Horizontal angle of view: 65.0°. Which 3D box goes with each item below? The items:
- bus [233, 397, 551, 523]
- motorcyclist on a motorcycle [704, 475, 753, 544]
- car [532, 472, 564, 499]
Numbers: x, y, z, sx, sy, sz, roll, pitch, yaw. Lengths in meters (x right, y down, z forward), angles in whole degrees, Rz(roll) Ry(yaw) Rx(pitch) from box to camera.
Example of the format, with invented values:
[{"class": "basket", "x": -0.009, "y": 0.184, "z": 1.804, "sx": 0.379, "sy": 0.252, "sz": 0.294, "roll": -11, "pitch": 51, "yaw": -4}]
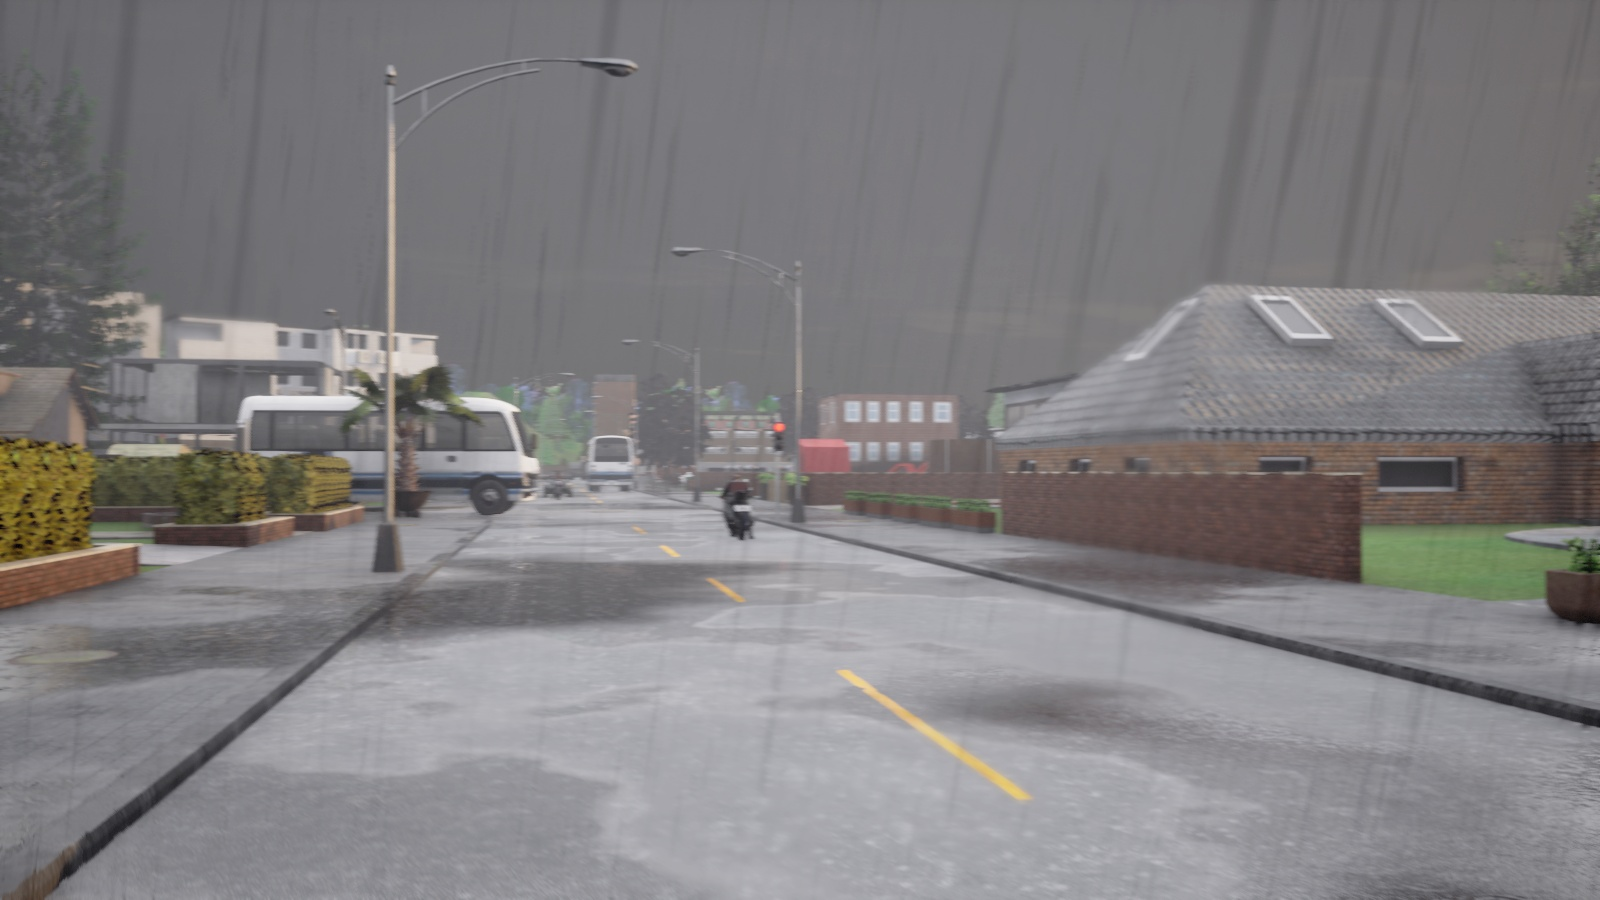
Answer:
[{"class": "bus", "x": -14.330, "y": 0.332, "z": 45.089, "sx": 10.273, "sy": 4.253, "sz": 3.944, "roll": 0, "pitch": -1, "yaw": -7}, {"class": "motorcyclist on a motorcycle", "x": -1.681, "y": 1.362, "z": 29.323, "sx": 0.866, "sy": 1.530, "sz": 2.191, "roll": 0, "pitch": -1, "yaw": -10}, {"class": "car", "x": -15.352, "y": 2.150, "z": 76.574, "sx": 1.851, "sy": 1.617, "sz": 3.988, "roll": 0, "pitch": -1, "yaw": -11}]
